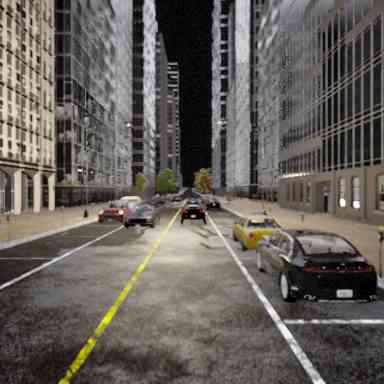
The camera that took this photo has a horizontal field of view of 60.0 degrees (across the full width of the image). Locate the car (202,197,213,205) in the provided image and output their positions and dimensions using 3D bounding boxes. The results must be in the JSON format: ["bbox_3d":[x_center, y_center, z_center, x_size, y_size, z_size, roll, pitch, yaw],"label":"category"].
[{"bbox_3d":[2.674,1.562,59.276,1.802,1.307,4.206,0,0,0],"label":"car"}]

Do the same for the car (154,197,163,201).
[{"bbox_3d":[-5.704,1.556,47.897,1.947,1.339,4.313,0,0,0],"label":"car"}]

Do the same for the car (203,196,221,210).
[{"bbox_3d":[2.678,1.560,42.198,1.947,1.339,4.313,0,0,0],"label":"car"}]

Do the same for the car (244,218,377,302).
[{"bbox_3d":[2.686,1.552,8.042,2.008,1.369,4.403,0,0,0],"label":"car"}]

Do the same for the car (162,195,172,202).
[{"bbox_3d":[-5.711,1.505,76.358,1.887,1.381,4.507,0,0,0],"label":"car"}]

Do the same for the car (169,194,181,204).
[{"bbox_3d":[-3.037,1.476,64.258,1.837,1.490,4.892,0,0,1],"label":"car"}]

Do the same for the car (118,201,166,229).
[{"bbox_3d":[-3.106,1.550,21.730,2.033,1.411,5.357,0,0,0],"label":"car"}]

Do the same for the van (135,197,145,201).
[{"bbox_3d":[-5.701,1.341,30.819,1.690,1.788,3.998,0,0,0],"label":"van"}]

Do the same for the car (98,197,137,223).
[{"bbox_3d":[-5.699,1.442,25.128,1.967,1.590,4.097,0,0,0],"label":"car"}]

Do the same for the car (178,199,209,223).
[{"bbox_3d":[0.093,1.528,25.339,1.812,1.442,4.674,0,0,0],"label":"car"}]

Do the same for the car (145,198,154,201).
[{"bbox_3d":[-5.702,1.564,36.513,1.947,1.339,4.313,0,0,0],"label":"car"}]

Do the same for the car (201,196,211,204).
[{"bbox_3d":[2.672,1.519,64.969,1.887,1.381,4.507,0,0,0],"label":"car"}]

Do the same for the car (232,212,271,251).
[{"bbox_3d":[2.684,1.528,13.905,1.752,1.417,4.829,0,0,0],"label":"car"}]

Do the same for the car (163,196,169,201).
[{"bbox_3d":[-5.707,1.546,59.281,1.947,1.339,4.313,0,0,0],"label":"car"}]
